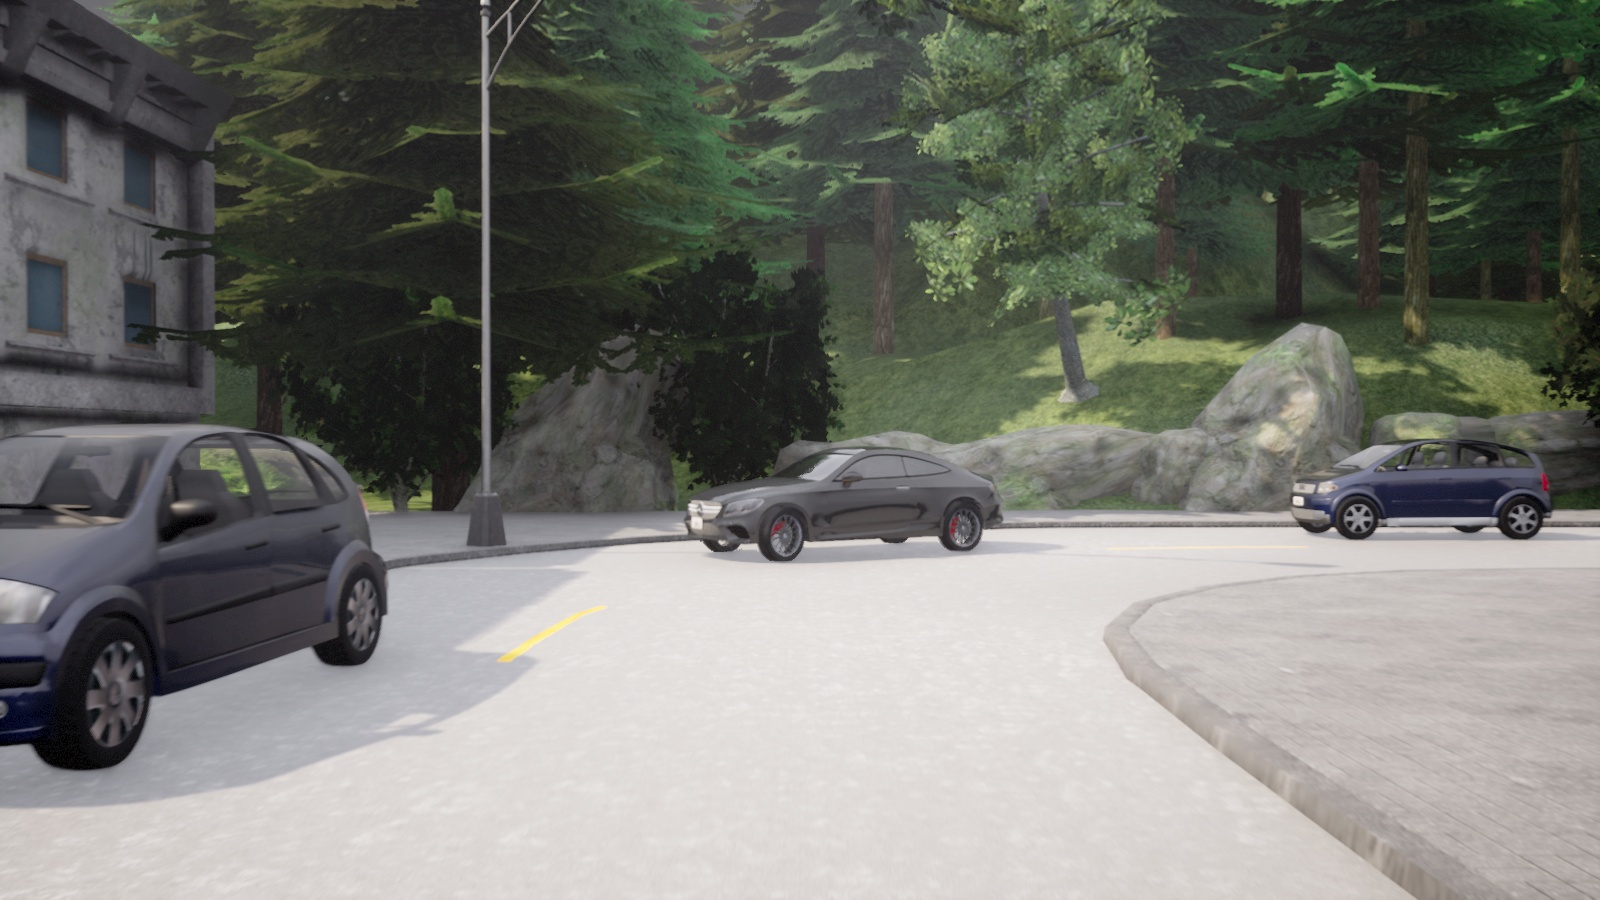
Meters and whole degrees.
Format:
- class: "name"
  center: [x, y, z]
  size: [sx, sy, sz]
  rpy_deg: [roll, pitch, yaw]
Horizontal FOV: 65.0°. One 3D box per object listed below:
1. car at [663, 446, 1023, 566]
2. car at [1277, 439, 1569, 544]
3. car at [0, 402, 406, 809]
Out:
- class: "car"
  center: [0.651, 0.678, 17.155]
  size: [4.674, 1.442, 1.812]
  rpy_deg: [0, 0, -31]
- class: "car"
  center: [9.722, 0.617, 19.797]
  size: [3.705, 1.549, 1.789]
  rpy_deg: [0, 0, 0]
- class: "car"
  center: [-3.888, 0.601, 7.042]
  size: [1.851, 1.617, 3.988]
  rpy_deg: [0, 0, 5]
